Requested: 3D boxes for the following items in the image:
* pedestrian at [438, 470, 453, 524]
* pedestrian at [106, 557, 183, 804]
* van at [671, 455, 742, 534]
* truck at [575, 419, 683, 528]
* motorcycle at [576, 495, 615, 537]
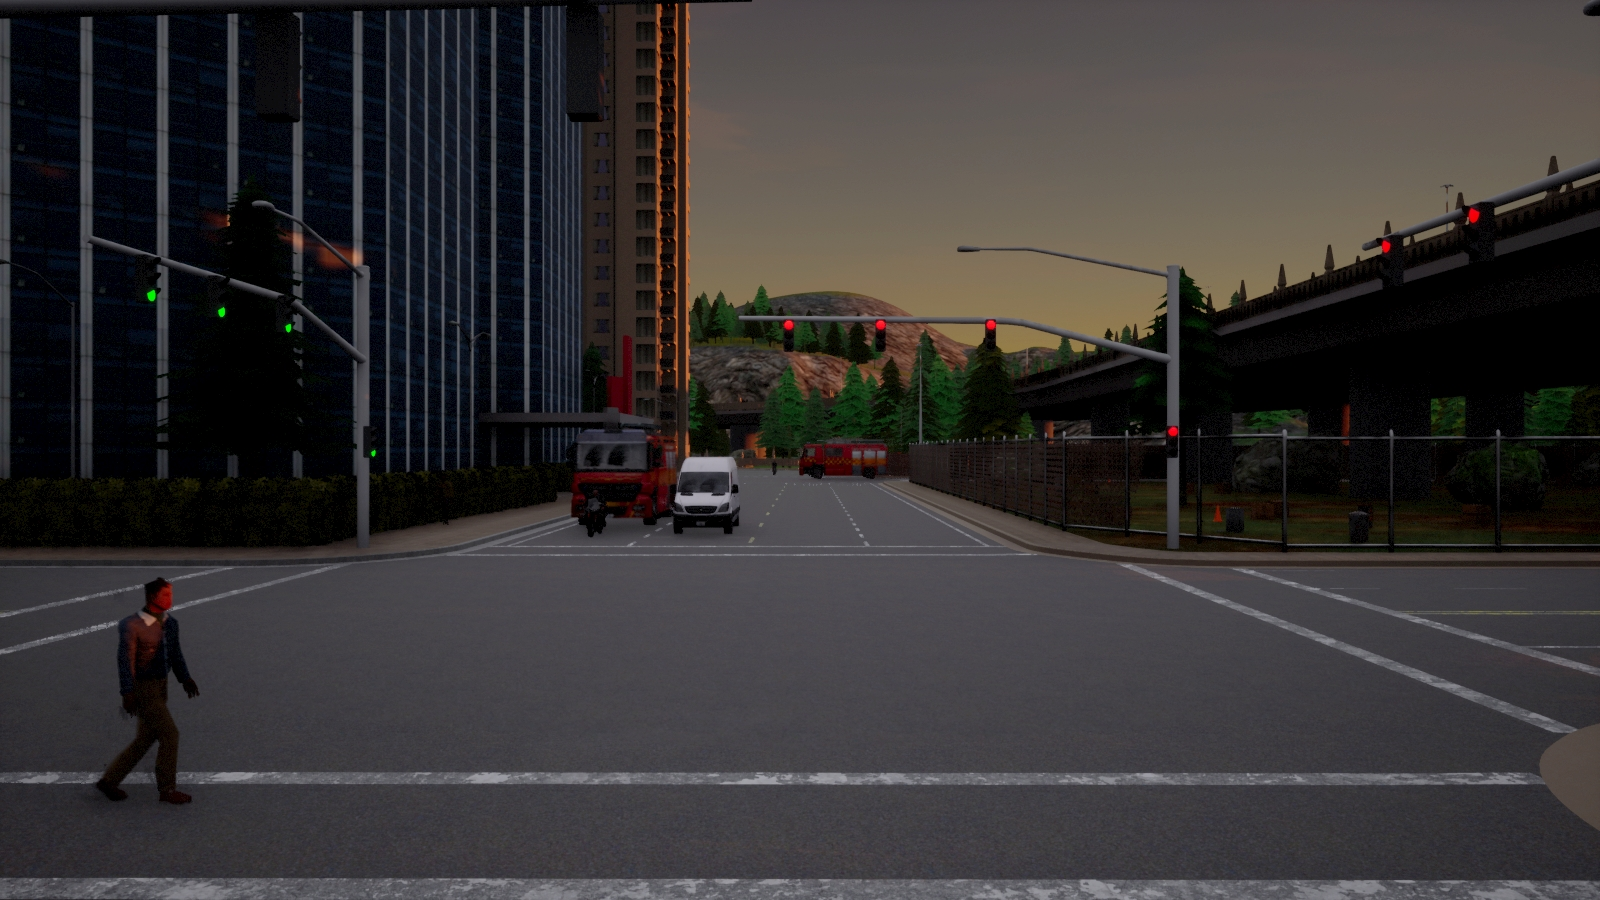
[{"bbox_3d":[-12.353,1.642,39.785,0.375,1.860,0.375,0,0,4],"label":"pedestrian"},{"bbox_3d":[-5.165,1.794,9.012,0.375,1.860,0.375,0,0,7],"label":"pedestrian"},{"bbox_3d":[-3.226,1.479,40.346,1.988,2.561,5.915,0,0,0],"label":"van"},{"bbox_3d":[-6.443,0.835,44.419,2.891,3.827,8.468,0,0,0],"label":"truck"},{"bbox_3d":[-6.735,2.150,37.693,0.867,1.251,2.209,0,0,0],"label":"motorcycle"}]
